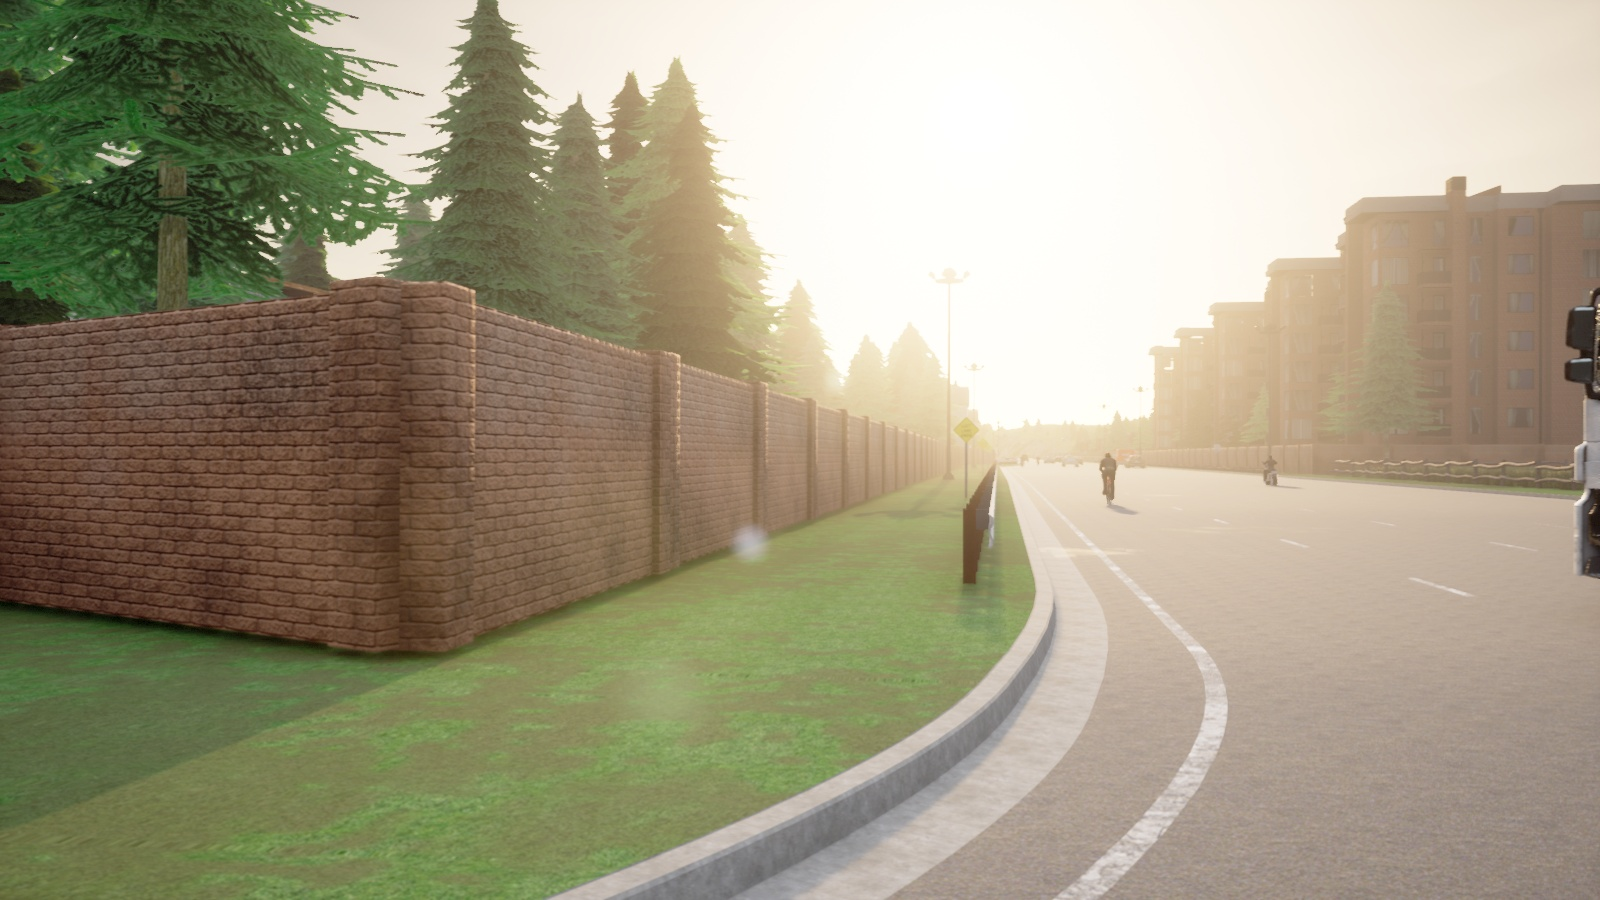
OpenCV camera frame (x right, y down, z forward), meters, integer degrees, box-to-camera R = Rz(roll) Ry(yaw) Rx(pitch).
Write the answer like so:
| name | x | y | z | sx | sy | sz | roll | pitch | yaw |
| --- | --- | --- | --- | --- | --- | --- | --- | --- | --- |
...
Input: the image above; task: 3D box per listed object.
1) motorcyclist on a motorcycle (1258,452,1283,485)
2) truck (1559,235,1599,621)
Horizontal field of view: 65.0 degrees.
| name | x | y | z | sx | sy | sz | roll | pitch | yaw |
| --- | --- | --- | --- | --- | --- | --- | --- | --- | --- |
| motorcyclist on a motorcycle | 24.360 | 0.957 | 65.024 | 0.766 | 1.649 | 2.350 | 0 | 0 | 9 |
| truck | 8.107 | -0.208 | 7.930 | 2.891 | 3.462 | 7.936 | 0 | 0 | 9 |
